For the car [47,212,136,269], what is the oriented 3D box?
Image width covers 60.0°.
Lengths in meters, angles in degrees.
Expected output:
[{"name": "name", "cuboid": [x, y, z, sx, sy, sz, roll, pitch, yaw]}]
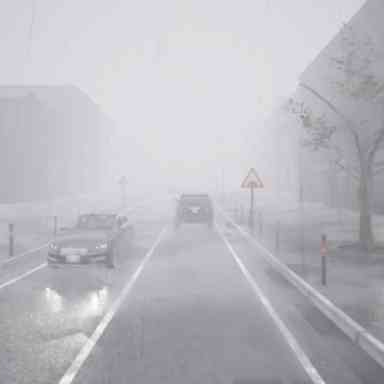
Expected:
[{"name": "car", "cuboid": [-3.102, 1.453, 11.122, 2.128, 1.511, 4.902, 0, 1, 0]}]

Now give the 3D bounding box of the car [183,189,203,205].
[{"name": "car", "cuboid": [0.095, 0.514, 38.813, 2.128, 1.511, 4.902, 0, 3, 0]}]

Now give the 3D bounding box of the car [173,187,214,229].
[{"name": "car", "cuboid": [0.110, 0.997, 20.310, 2.150, 2.045, 5.566, 1, 2, -1]}]

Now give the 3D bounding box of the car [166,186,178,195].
[{"name": "car", "cuboid": [-2.994, -0.337, 54.181, 1.994, 1.385, 4.181, 0, 3, 1]}]
